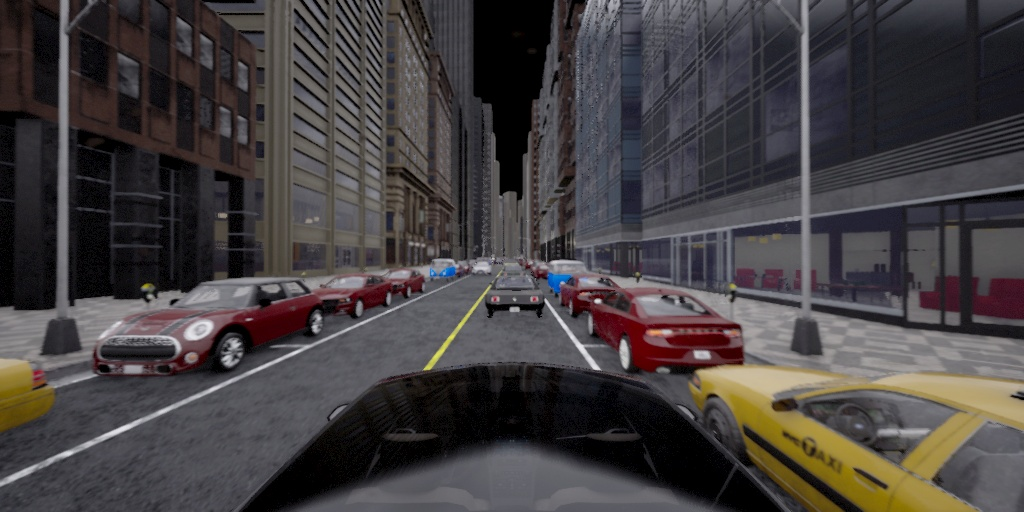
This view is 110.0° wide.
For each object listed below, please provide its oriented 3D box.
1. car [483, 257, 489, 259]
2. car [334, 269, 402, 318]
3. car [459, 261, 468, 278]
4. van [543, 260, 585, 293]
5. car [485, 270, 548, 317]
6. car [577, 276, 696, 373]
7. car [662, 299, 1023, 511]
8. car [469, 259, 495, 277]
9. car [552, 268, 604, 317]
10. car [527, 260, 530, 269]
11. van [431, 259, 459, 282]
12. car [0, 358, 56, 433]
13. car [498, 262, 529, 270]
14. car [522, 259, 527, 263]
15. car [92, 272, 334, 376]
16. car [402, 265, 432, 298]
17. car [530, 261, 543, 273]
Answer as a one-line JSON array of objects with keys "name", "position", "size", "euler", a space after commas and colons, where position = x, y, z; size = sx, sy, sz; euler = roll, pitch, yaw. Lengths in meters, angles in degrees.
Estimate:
[{"name": "car", "position": [-5.735, 1.196, 63.463], "size": [2.192, 1.841, 5.009], "euler": [0, 0, 0]}, {"name": "car", "position": [-5.757, 1.319, 13.047], "size": [1.888, 1.381, 4.507], "euler": [0, 0, 0]}, {"name": "car", "position": [-5.747, 1.403, 35.454], "size": [1.802, 1.307, 4.207], "euler": [0, 0, 0]}, {"name": "van", "position": [2.771, 1.126, 18.654], "size": [1.690, 1.789, 3.998], "euler": [0, 0, 0]}, {"name": "car", "position": [0.097, 1.375, 13.336], "size": [1.895, 1.301, 4.718], "euler": [0, 0, 0]}, {"name": "car", "position": [2.766, 1.307, 7.450], "size": [1.888, 1.381, 4.507], "euler": [0, 0, 0]}, {"name": "car", "position": [2.763, 1.276, 2.018], "size": [1.751, 1.417, 4.829], "euler": [0, 0, 0]}, {"name": "car", "position": [-3.078, 1.351, 37.428], "size": [1.812, 1.442, 4.674], "euler": [0, 0, 0]}, {"name": "car", "position": [2.768, 1.319, 13.052], "size": [1.888, 1.381, 4.507], "euler": [0, 0, 0]}, {"name": "car", "position": [2.778, 1.261, 35.461], "size": [1.967, 1.591, 4.097], "euler": [0, 0, 0]}, {"name": "van", "position": [-5.750, 1.150, 29.853], "size": [1.690, 1.789, 3.998], "euler": [0, 0, 0]}, {"name": "car", "position": [-5.762, 1.276, 1.674], "size": [1.751, 1.417, 4.829], "euler": [0, 0, 0]}, {"name": "car", "position": [0.105, 1.407, 28.628], "size": [1.895, 1.301, 4.718], "euler": [0, 0, 0]}, {"name": "car", "position": [2.786, 1.402, 52.267], "size": [1.888, 1.381, 4.507], "euler": [0, 0, 0]}, {"name": "car", "position": [-5.759, 1.202, 7.445], "size": [1.967, 1.591, 4.097], "euler": [0, 0, 0]}, {"name": "car", "position": [-5.754, 1.330, 18.650], "size": [1.888, 1.381, 4.507], "euler": [0, 0, 0]}, {"name": "car", "position": [2.776, 1.354, 29.859], "size": [1.888, 1.381, 4.507], "euler": [0, 0, 0]}]
